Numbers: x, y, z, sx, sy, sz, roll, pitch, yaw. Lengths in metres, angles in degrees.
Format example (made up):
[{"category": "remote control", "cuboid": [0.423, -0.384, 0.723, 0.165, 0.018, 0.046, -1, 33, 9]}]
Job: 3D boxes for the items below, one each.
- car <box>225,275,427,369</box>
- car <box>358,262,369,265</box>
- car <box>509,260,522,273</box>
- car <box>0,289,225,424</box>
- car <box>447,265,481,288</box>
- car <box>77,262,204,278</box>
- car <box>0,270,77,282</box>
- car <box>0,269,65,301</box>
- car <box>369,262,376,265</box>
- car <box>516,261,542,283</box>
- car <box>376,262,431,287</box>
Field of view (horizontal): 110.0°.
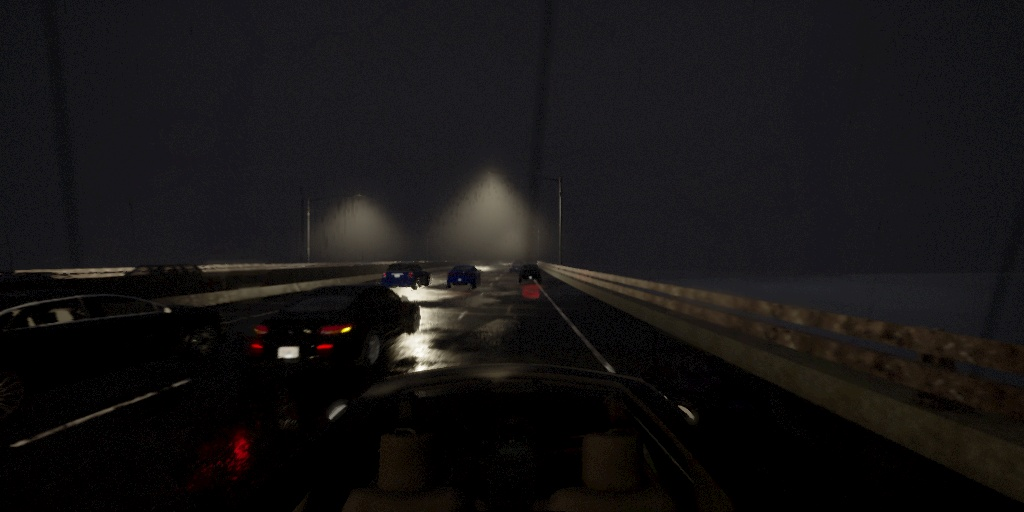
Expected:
[{"category": "car", "cuboid": [-3.383, 1.304, 7.752, 1.812, 1.442, 4.674, 0, 0, 0]}, {"category": "car", "cuboid": [-23.591, 1.628, 58.139, 2.033, 1.411, 5.357, 0, 0, 2]}, {"category": "car", "cuboid": [0.662, 1.596, 48.917, 1.994, 1.385, 4.181, 0, 0, 2]}, {"category": "car", "cuboid": [-6.889, 1.255, 5.516, 2.128, 1.511, 4.902, 0, 0, 0]}, {"category": "car", "cuboid": [-3.235, 1.354, 24.896, 1.882, 1.535, 5.008, 0, 0, 1]}, {"category": "car", "cuboid": [-17.512, 1.174, 17.668, 2.097, 1.767, 4.553, 0, 0, 1]}, {"category": "car", "cuboid": [-21.032, 1.369, 15.420, 1.994, 1.385, 4.181, 0, 0, 1]}, {"category": "car", "cuboid": [-24.519, 1.374, 16.767, 1.994, 1.385, 4.181, 0, 0, 1]}, {"category": "car", "cuboid": [-20.158, 1.670, 56.342, 1.895, 1.301, 4.718, 0, 0, 2]}, {"category": "car", "cuboid": [1.457, 1.418, 29.926, 1.837, 1.490, 4.892, 0, 0, 1]}, {"category": "car", "cuboid": [-6.754, 1.216, 23.316, 2.097, 1.767, 4.553, 0, 0, 1]}]
